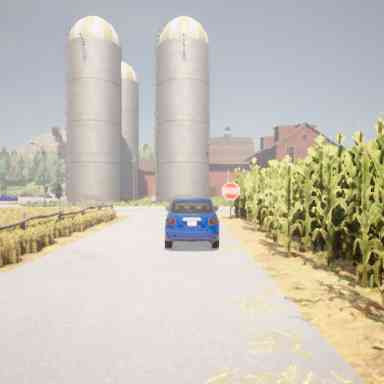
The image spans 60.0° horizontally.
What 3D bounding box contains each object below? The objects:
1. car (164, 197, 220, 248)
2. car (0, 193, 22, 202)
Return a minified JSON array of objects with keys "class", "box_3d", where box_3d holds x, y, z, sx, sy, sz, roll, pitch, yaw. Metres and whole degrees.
[{"class":"car","box_3d":[0.000,1.216,14.675,2.150,2.045,5.566,0,0,0]},{"class":"car","box_3d":[-36.963,1.088,65.797,4.611,1.667,2.242,0,0,0]}]
